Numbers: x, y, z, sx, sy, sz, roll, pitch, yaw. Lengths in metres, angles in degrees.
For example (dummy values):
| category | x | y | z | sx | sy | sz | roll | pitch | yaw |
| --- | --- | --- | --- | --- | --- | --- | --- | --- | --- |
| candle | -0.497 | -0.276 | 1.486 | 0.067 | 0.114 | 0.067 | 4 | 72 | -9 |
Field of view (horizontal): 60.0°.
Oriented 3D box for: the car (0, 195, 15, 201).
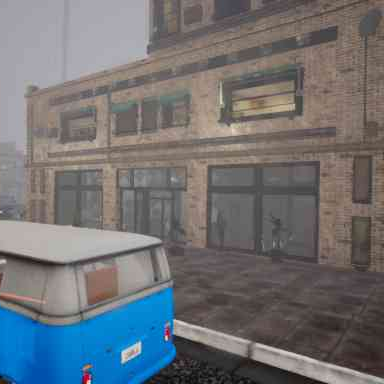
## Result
| category | x | y | z | sx | sy | sz | roll | pitch | yaw |
| --- | --- | --- | --- | --- | --- | --- | --- | --- | --- |
| car | -20.505 | 1.349 | 33.244 | 2.150 | 2.045 | 5.566 | 1 | 0 | 36 |

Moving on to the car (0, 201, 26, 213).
| category | x | y | z | sx | sy | sz | roll | pitch | yaw |
| --- | --- | --- | --- | --- | --- | --- | --- | --- | --- |
| car | -15.283 | 1.793 | 30.593 | 1.947 | 1.339 | 4.313 | 0 | 0 | 36 |

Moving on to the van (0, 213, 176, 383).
| category | x | y | z | sx | sy | sz | roll | pitch | yaw |
| --- | --- | --- | --- | --- | --- | --- | --- | --- | --- |
| van | -2.102 | 1.340 | 4.348 | 3.998 | 1.788 | 1.690 | 0 | 1 | 35 |

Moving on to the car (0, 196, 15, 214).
| category | x | y | z | sx | sy | sz | roll | pitch | yaw |
| --- | --- | --- | --- | --- | --- | --- | --- | --- | --- |
| car | -22.045 | 1.411 | 35.538 | 2.192 | 1.841 | 5.009 | 0 | 0 | 36 |
